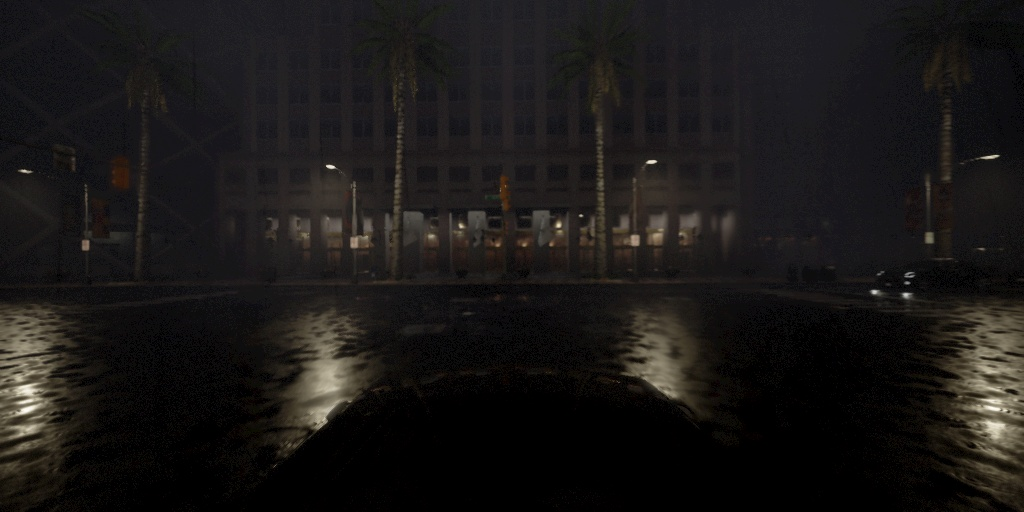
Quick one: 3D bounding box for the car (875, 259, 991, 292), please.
[{"bbox_3d":[23.173,0.997,19.897,4.553,1.767,2.097,0,0,2],"label":"car"}]
